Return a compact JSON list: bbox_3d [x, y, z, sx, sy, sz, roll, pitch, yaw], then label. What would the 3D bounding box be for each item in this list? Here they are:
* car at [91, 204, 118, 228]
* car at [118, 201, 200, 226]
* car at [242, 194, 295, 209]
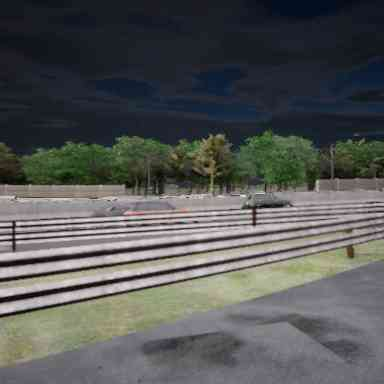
[{"bbox_3d":[-4.369,1.520,22.684,4.902,1.511,2.128,-2,1,-16],"label":"car"},{"bbox_3d":[-1.804,1.333,19.787,4.553,1.767,2.097,-2,1,-16],"label":"car"},{"bbox_3d":[6.826,0.970,29.602,4.553,1.767,2.097,-2,1,-16],"label":"car"}]
